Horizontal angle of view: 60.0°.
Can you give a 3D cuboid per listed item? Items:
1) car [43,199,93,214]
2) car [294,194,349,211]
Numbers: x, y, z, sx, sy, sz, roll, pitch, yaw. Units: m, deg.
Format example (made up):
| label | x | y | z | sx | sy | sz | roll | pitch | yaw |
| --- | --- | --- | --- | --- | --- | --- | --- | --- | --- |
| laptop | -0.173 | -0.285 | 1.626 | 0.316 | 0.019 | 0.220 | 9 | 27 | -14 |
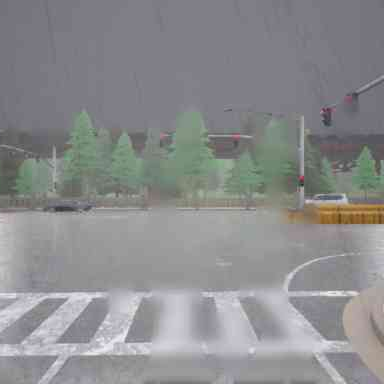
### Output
| label | x | y | z | sx | sy | sz | roll | pitch | yaw |
| --- | --- | --- | --- | --- | --- | --- | --- | --- | --- |
| car | -12.916 | 1.496 | 34.696 | 4.902 | 1.511 | 2.128 | 0 | 0 | -2 |
| car | 13.834 | 1.224 | 35.513 | 5.566 | 2.045 | 2.150 | 0 | 0 | -2 |
